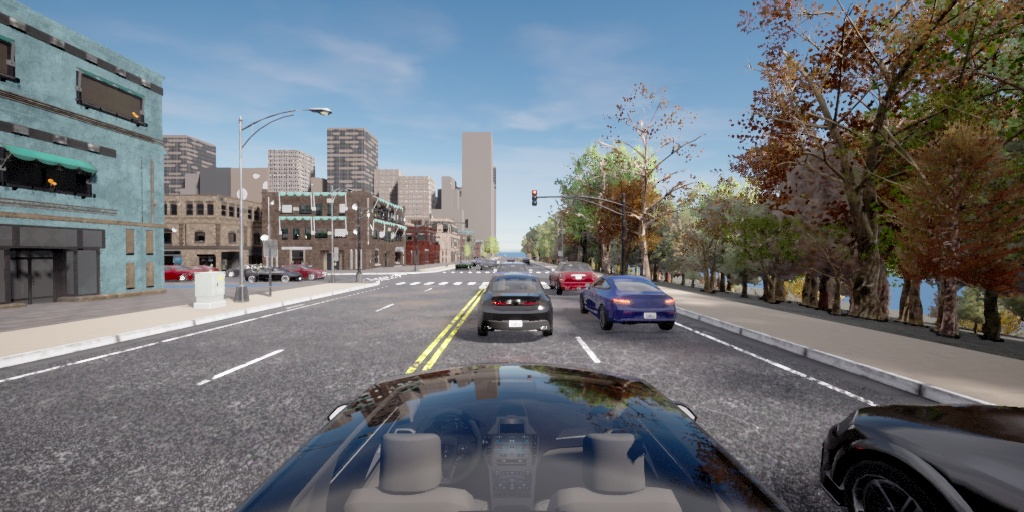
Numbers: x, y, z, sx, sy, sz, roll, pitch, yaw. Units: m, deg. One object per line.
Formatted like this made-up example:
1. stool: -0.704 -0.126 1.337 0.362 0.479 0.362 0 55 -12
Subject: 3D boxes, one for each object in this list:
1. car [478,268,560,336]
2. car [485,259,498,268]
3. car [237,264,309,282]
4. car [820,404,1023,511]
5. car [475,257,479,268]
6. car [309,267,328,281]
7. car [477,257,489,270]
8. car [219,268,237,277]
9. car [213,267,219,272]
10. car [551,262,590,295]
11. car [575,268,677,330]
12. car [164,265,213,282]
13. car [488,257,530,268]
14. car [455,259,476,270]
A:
1. car: 0.075 1.253 10.350 1.837 1.490 4.892 0 0 0
2. car: -3.507 1.296 60.938 1.994 1.385 4.181 0 0 0
3. car: -20.033 1.561 30.216 4.313 1.339 1.948 0 0 0
4. car: 3.358 1.314 0.987 1.994 1.385 4.181 0 0 -1
5. car: -6.754 1.333 61.341 1.895 1.301 4.718 0 0 0
6. car: -19.498 1.488 32.929 4.674 1.442 1.812 -1 1 -1
7. car: -3.518 1.241 50.982 1.837 1.490 4.892 0 0 -2
8. car: -28.392 1.556 38.703 4.403 1.370 2.007 0 0 0
9. car: -33.928 1.651 38.692 4.207 1.307 1.802 0 0 0
10. car: 3.298 1.099 19.936 2.097 1.767 4.553 0 0 0
11. car: 3.324 1.274 10.948 1.812 1.442 4.674 0 0 0
12. car: -30.975 1.571 32.903 5.008 1.535 1.882 -1 1 0
13. car: 0.048 1.099 19.259 2.097 1.767 4.553 0 0 0
14. car: -6.740 1.337 50.573 1.895 1.301 4.718 0 0 2
